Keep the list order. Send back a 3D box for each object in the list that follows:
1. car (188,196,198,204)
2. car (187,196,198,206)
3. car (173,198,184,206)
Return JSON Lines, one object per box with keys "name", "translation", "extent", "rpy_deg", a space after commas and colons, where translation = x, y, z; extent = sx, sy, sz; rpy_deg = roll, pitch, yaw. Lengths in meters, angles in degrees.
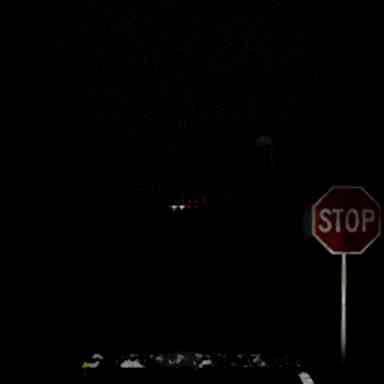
{"name": "car", "translation": [0.143, 1.708, 70.996], "extent": [2.097, 1.767, 4.553], "rpy_deg": [0, 0, 0]}
{"name": "car", "translation": [0.126, 1.884, 61.007], "extent": [1.812, 1.442, 4.674], "rpy_deg": [0, 0, 0]}
{"name": "car", "translation": [-2.616, 1.912, 65.210], "extent": [1.812, 1.442, 4.674], "rpy_deg": [0, 0, 0]}
